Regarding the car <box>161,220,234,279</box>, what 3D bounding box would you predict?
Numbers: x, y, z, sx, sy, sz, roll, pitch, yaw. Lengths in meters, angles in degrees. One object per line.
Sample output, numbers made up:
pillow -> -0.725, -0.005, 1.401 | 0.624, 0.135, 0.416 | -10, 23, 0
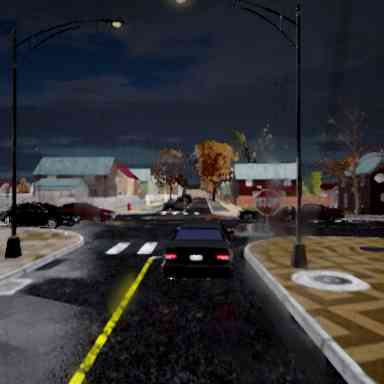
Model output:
car -> 0.301, 1.553, 10.121 | 2.033, 1.411, 5.357 | 0, 0, 5

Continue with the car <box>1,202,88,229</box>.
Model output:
car -> -9.234, 1.393, 20.356 | 4.892, 1.490, 1.837 | 1, -1, 14

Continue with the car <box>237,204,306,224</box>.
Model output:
car -> 5.829, 1.701, 25.356 | 4.718, 1.301, 1.895 | 1, 0, 8

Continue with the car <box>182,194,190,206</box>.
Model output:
car -> -1.803, 1.575, 56.369 | 1.837, 1.490, 4.892 | 0, 0, 2

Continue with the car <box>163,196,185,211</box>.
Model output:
car -> -2.396, 1.588, 41.506 | 2.033, 1.411, 5.357 | 0, 0, 4

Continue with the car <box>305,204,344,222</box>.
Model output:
car -> 9.873, 1.722, 28.088 | 5.357, 1.411, 2.033 | 1, 0, 8

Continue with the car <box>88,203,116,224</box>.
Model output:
car -> -7.803, 1.456, 23.724 | 4.674, 1.442, 1.812 | 1, 0, 8

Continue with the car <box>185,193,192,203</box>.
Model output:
car -> -1.176, 1.338, 71.813 | 2.150, 2.045, 5.566 | 0, 0, 2
